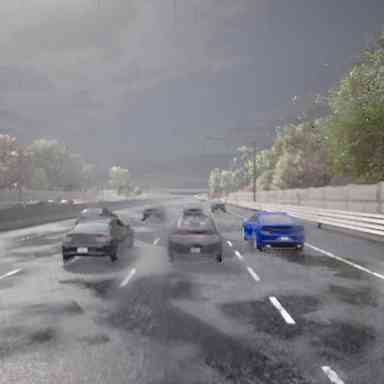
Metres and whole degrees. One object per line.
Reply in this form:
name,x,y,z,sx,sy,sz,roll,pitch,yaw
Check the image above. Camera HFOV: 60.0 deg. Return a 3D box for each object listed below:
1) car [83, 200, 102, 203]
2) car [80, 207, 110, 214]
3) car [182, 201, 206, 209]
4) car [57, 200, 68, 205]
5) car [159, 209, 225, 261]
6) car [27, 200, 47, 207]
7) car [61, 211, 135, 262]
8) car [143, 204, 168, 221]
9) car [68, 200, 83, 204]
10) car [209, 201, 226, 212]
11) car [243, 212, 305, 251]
car,-17.471,2.145,60.144,1.882,1.535,5.008,0,-1,1
car,-6.876,1.811,24.240,2.033,1.411,5.357,0,-1,0
car,0.132,1.841,30.693,1.837,1.490,4.892,0,-1,0
car,-24.434,2.257,64.892,2.033,1.411,5.357,0,-1,0
car,0.113,1.631,12.787,2.128,1.511,4.902,0,-1,0
car,-27.949,2.143,60.082,1.882,1.535,5.008,0,-1,0
car,-3.401,1.663,12.626,1.812,1.442,4.674,0,-1,0
car,-3.369,1.840,30.697,1.837,1.490,4.892,0,-1,0
car,-20.950,2.171,62.303,1.882,1.535,5.008,0,-1,0
car,3.544,2.003,45.706,1.837,1.490,4.892,0,-1,0
car,3.515,1.642,15.067,1.882,1.535,5.008,0,-1,0
